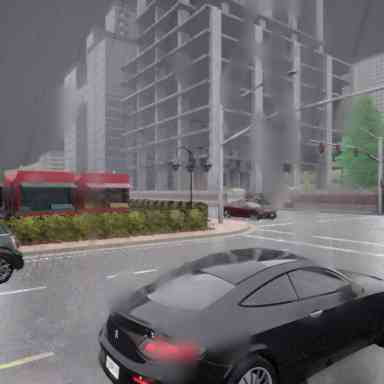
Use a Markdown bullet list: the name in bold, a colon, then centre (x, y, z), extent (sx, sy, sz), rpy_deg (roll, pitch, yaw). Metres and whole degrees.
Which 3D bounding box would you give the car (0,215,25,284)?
- **car**: centre (-6.570, 1.352, 7.870), extent (4.553, 1.767, 2.097), rpy_deg (0, 0, -35)

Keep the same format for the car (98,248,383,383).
- **car**: centre (1.105, 1.526, 4.573), extent (4.674, 1.442, 1.812), rpy_deg (0, 0, -35)

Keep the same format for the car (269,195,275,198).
- **car**: centre (13.210, 1.114, 59.359), extent (1.905, 1.878, 3.866), rpy_deg (0, 0, -36)

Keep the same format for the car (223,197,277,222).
- **car**: centre (4.397, 1.422, 26.213), extent (1.882, 1.535, 5.008), rpy_deg (0, 0, -36)

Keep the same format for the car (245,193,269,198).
- **car**: centre (10.822, 1.114, 57.643), extent (1.905, 1.878, 3.866), rpy_deg (0, 0, -36)
